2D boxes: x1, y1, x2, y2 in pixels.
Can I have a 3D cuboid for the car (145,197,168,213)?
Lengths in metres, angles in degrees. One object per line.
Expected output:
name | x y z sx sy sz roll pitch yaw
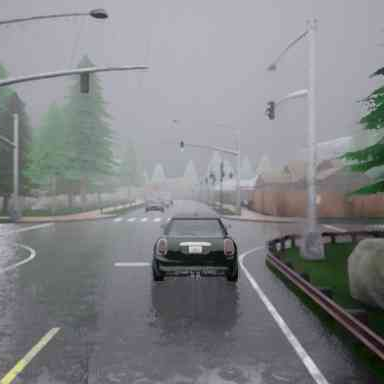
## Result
car | -4.063 1.545 37.239 1.994 1.385 4.181 0 0 0

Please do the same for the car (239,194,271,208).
car | 8.419 1.159 44.774 3.866 1.878 1.905 0 0 -1

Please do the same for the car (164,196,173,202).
car | -4.140 1.585 47.095 1.895 1.301 4.718 0 0 0

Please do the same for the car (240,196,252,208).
car | 8.834 1.156 42.264 4.605 1.855 1.932 0 0 -1

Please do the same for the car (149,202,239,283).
car | 0.112 1.355 9.881 2.097 1.767 4.553 0 0 1
